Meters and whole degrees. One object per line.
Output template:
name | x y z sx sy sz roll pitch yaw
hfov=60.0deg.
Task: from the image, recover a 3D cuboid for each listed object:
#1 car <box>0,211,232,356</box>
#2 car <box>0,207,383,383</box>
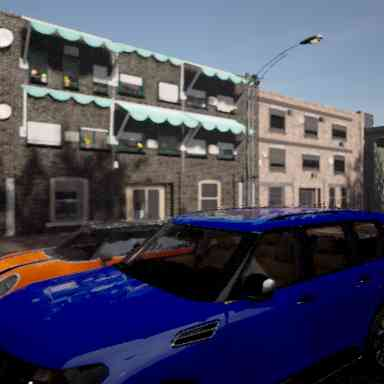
car | -1.629 1.370 6.516 4.553 1.767 2.097 1 0 -36
car | 0.572 1.243 4.094 5.566 2.045 2.150 1 0 -35
